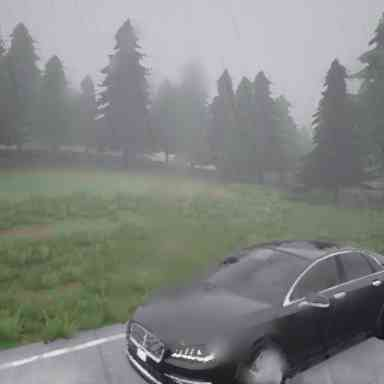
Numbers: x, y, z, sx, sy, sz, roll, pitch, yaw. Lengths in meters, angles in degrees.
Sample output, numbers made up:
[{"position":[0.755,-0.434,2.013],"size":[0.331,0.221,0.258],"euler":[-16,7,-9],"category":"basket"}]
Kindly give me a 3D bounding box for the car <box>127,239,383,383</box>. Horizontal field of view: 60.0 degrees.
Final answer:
[{"position":[1.436,1.538,5.012],"size":[4.892,1.490,1.837],"euler":[1,0,-35],"category":"car"}]
